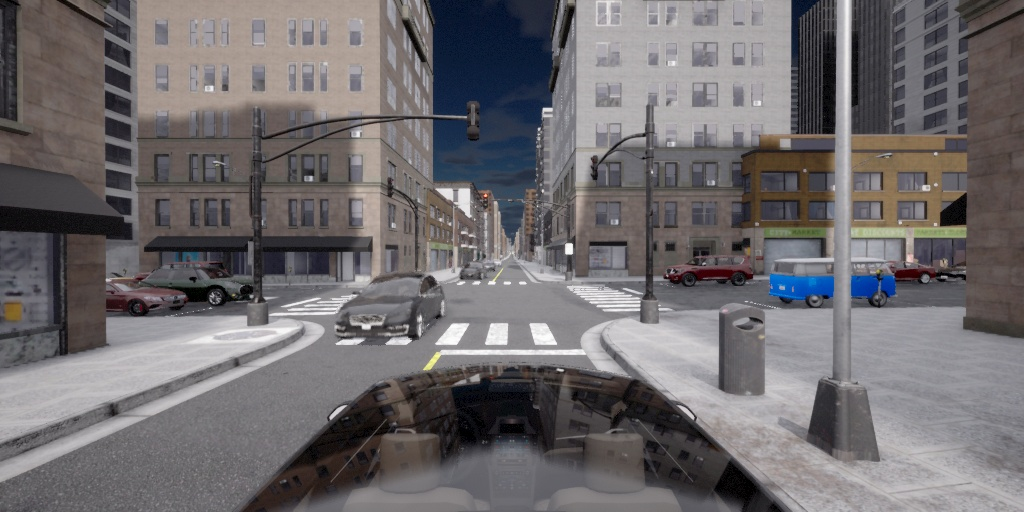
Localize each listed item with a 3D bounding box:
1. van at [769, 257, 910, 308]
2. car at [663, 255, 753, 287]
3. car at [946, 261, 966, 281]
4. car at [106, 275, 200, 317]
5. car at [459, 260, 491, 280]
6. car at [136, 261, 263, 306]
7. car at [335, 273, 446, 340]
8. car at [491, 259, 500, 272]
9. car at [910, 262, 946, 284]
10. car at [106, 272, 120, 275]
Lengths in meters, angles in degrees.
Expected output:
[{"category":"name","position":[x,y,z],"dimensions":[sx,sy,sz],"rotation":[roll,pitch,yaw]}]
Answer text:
[{"category":"van","position":[12.128,0.957,13.647],"dimensions":[3.998,1.789,1.690],"rotation":[0,0,0]},{"category":"car","position":[12.112,0.872,22.172],"dimensions":[5.009,1.841,2.192],"rotation":[0,0,0]},{"category":"car","position":[28.940,0.916,22.201],"dimensions":[4.313,1.339,1.948],"rotation":[0,0,0]},{"category":"car","position":[-14.809,1.528,13.601],"dimensions":[4.207,1.307,1.802],"rotation":[0,0,0]},{"category":"car","position":[-3.224,1.258,30.767],"dimensions":[1.837,1.490,4.892],"rotation":[0,0,3]},{"category":"car","position":[-13.998,1.270,16.243],"dimensions":[4.553,1.767,2.097],"rotation":[-1,0,0]},{"category":"car","position":[-3.093,1.254,10.045],"dimensions":[1.837,1.490,4.892],"rotation":[0,0,0]},{"category":"car","position":[-3.059,1.260,46.484],"dimensions":[2.128,1.511,4.902],"rotation":[0,0,0]},{"category":"car","position":[23.330,0.964,22.191],"dimensions":[4.507,1.381,1.888],"rotation":[0,0,0]},{"category":"car","position":[-26.003,1.552,22.107],"dimensions":[4.829,1.417,1.751],"rotation":[0,0,0]}]
